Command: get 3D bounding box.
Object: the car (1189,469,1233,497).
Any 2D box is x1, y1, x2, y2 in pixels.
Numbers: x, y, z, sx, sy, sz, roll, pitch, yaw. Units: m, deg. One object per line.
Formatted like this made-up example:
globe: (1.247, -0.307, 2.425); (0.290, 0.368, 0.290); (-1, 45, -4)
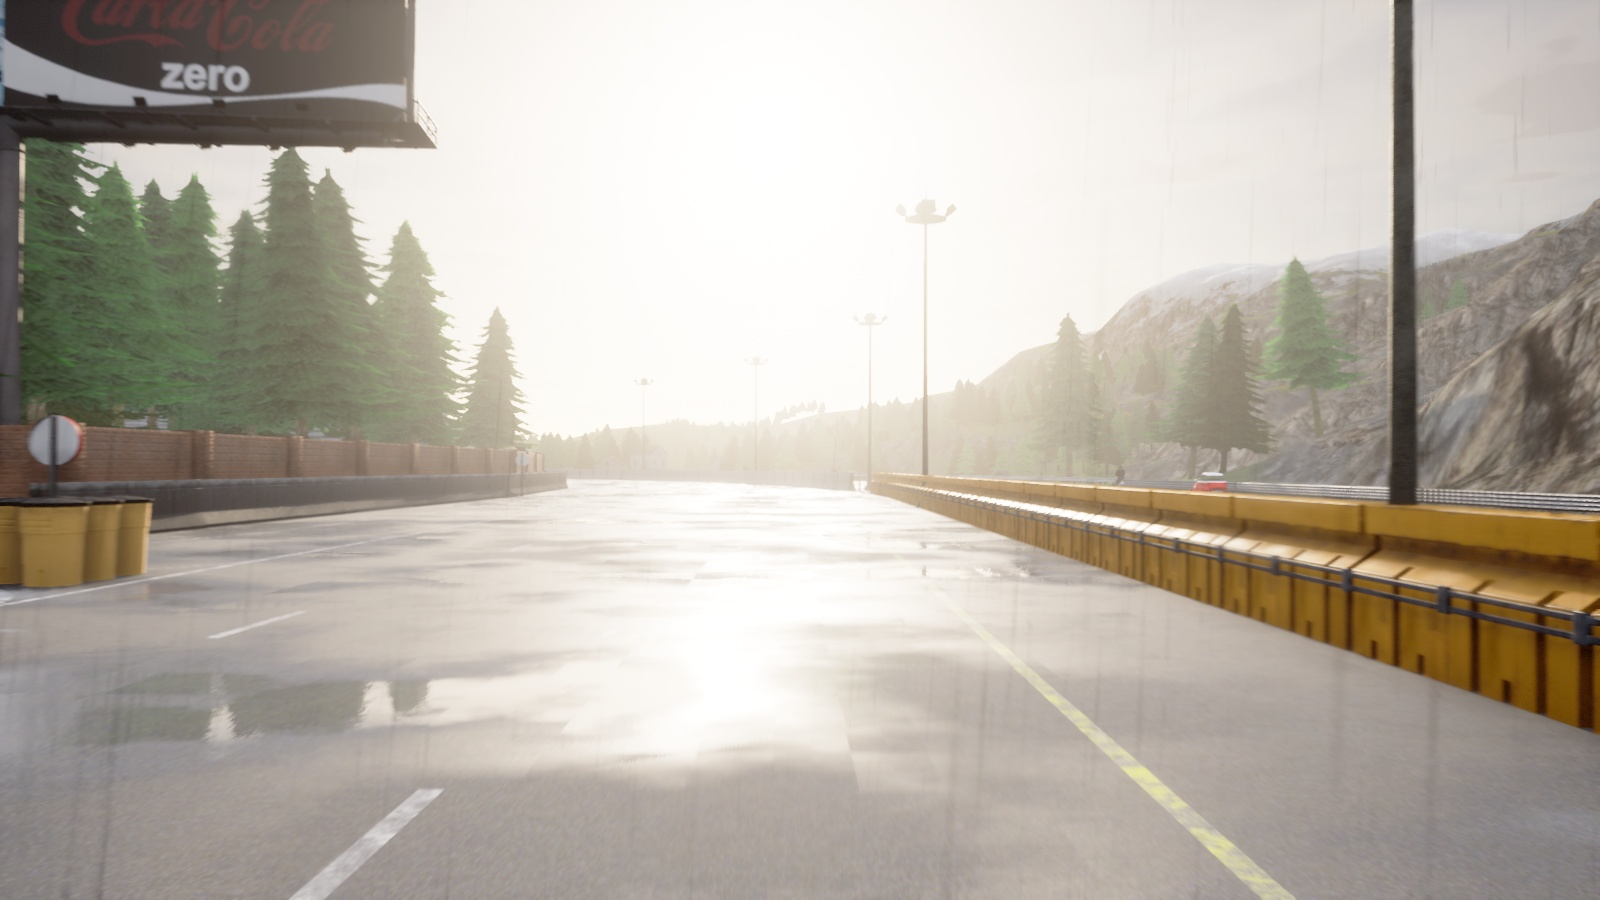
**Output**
car: (20.918, 1.649, 63.908); (1.481, 1.376, 2.207); (0, 0, -1)
